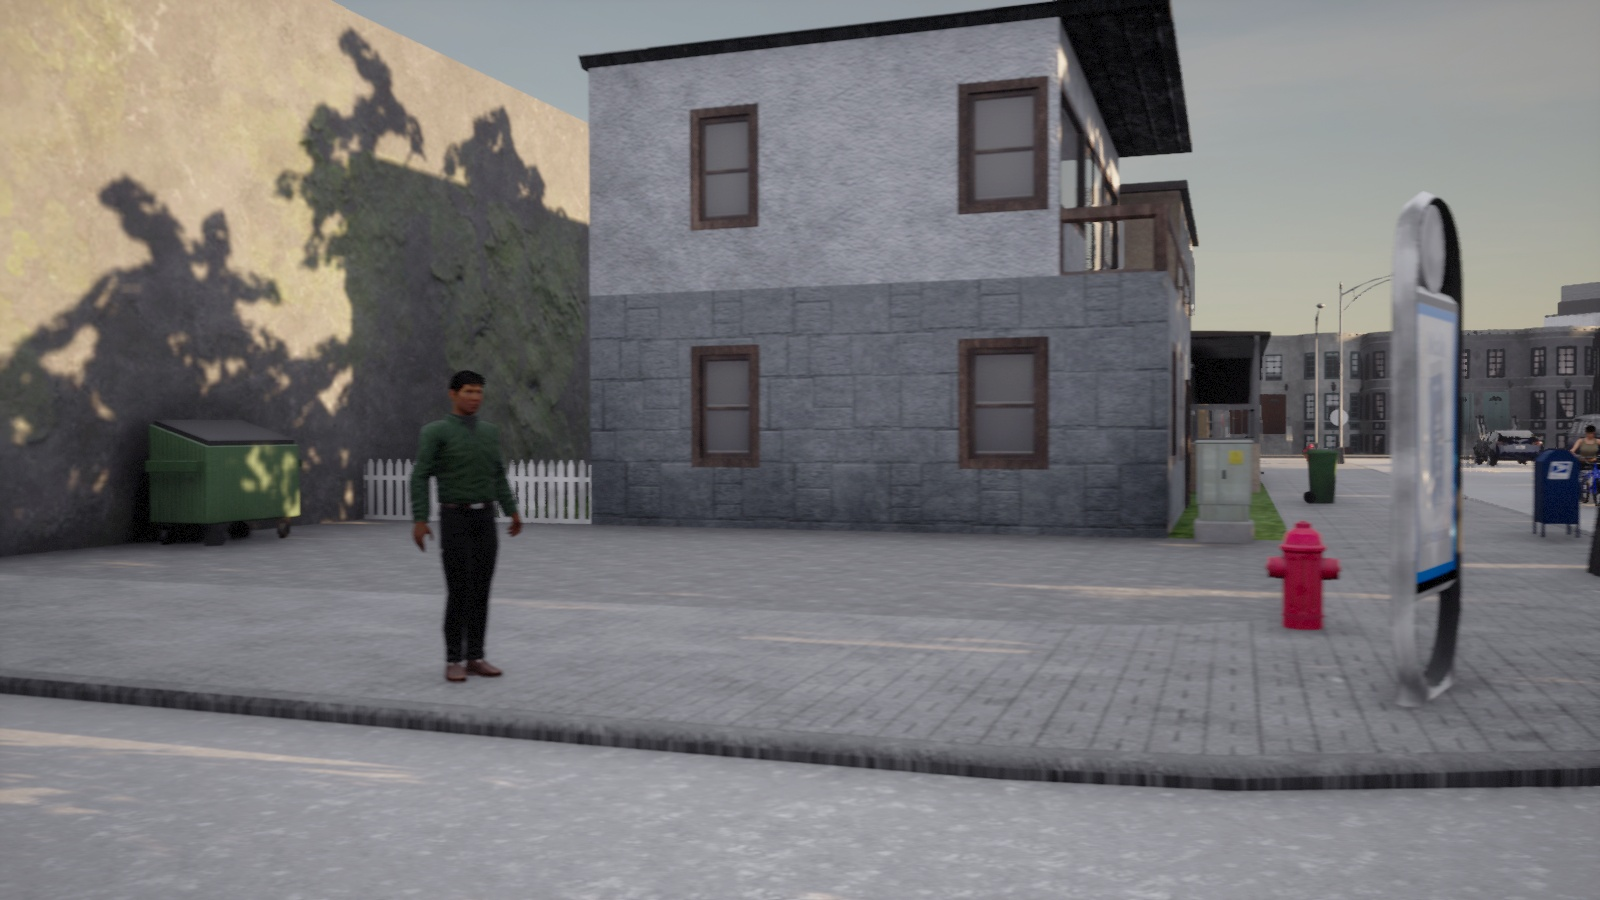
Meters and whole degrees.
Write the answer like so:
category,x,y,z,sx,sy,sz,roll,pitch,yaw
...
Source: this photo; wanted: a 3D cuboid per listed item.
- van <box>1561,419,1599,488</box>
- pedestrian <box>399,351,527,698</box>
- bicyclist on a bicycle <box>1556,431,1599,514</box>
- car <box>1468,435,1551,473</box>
category,x,y,z,sx,sy,sz,roll,pitch,yaw
van,24.409,0.079,37.697,1.775,1.987,4.442,1,1,19
pedestrian,-2.015,0.411,7.479,0.423,1.949,0.788,-1,1,-42
bicyclist on a bicycle,15.835,0.427,25.176,0.866,1.612,1.509,1,1,19
car,29.475,0.115,52.315,2.163,1.488,4.792,1,1,19
